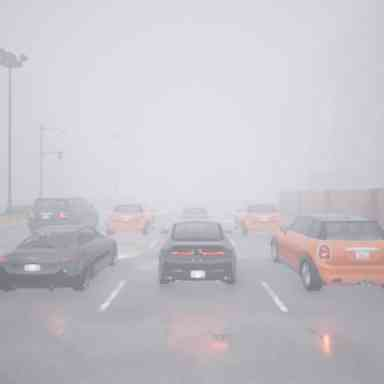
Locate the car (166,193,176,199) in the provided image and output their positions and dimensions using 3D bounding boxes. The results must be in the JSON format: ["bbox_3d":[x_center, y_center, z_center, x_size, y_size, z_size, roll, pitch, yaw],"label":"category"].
[{"bbox_3d":[-6.370,1.346,95.380,1.837,1.490,4.892,0,1,1],"label":"car"}]

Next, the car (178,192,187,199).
[{"bbox_3d":[-2.870,1.346,95.340,1.837,1.490,4.892,0,1,1],"label":"car"}]

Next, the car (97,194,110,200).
[{"bbox_3d":[-23.931,1.441,90.409,2.128,1.511,4.902,0,1,1],"label":"car"}]

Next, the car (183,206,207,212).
[{"bbox_3d":[0.178,1.580,20.311,2.033,1.411,5.357,0,0,0],"label":"car"}]

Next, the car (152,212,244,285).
[{"bbox_3d":[0.133,1.519,9.489,1.837,1.490,4.892,0,0,0],"label":"car"}]

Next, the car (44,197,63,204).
[{"bbox_3d":[-27.712,1.677,66.852,1.895,1.301,4.718,0,0,0],"label":"car"}]

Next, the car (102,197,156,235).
[{"bbox_3d":[-3.334,1.383,19.015,2.097,1.767,4.553,0,0,0],"label":"car"}]

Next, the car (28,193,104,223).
[{"bbox_3d":[-6.837,1.252,18.294,2.150,2.045,5.566,0,0,0],"label":"car"}]

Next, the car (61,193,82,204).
[{"bbox_3d":[-24.209,1.306,67.082,2.150,2.045,5.566,0,0,0],"label":"car"}]

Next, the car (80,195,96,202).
[{"bbox_3d":[-24.086,1.557,77.535,2.128,1.511,4.902,0,0,1],"label":"car"}]

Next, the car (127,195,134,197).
[{"bbox_3d":[-16.929,1.439,90.510,1.812,1.442,4.674,0,1,1],"label":"car"}]

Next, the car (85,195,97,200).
[{"bbox_3d":[-27.429,1.510,90.604,1.895,1.301,4.718,0,1,1],"label":"car"}]

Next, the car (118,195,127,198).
[{"bbox_3d":[-17.090,1.512,77.161,1.882,1.535,5.008,0,0,1],"label":"car"}]

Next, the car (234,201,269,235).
[{"bbox_3d":[3.666,1.383,18.946,2.097,1.767,4.553,0,0,0],"label":"car"}]

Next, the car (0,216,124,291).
[{"bbox_3d":[-3.370,1.578,9.046,1.994,1.385,4.181,0,0,0],"label":"car"}]

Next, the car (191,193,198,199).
[{"bbox_3d":[0.630,1.323,95.295,1.882,1.535,5.008,0,1,1],"label":"car"}]

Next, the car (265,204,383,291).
[{"bbox_3d":[3.631,1.367,9.192,2.097,1.767,4.553,0,0,0],"label":"car"}]

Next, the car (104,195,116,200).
[{"bbox_3d":[-17.212,1.572,66.786,1.837,1.490,4.892,0,0,0],"label":"car"}]
